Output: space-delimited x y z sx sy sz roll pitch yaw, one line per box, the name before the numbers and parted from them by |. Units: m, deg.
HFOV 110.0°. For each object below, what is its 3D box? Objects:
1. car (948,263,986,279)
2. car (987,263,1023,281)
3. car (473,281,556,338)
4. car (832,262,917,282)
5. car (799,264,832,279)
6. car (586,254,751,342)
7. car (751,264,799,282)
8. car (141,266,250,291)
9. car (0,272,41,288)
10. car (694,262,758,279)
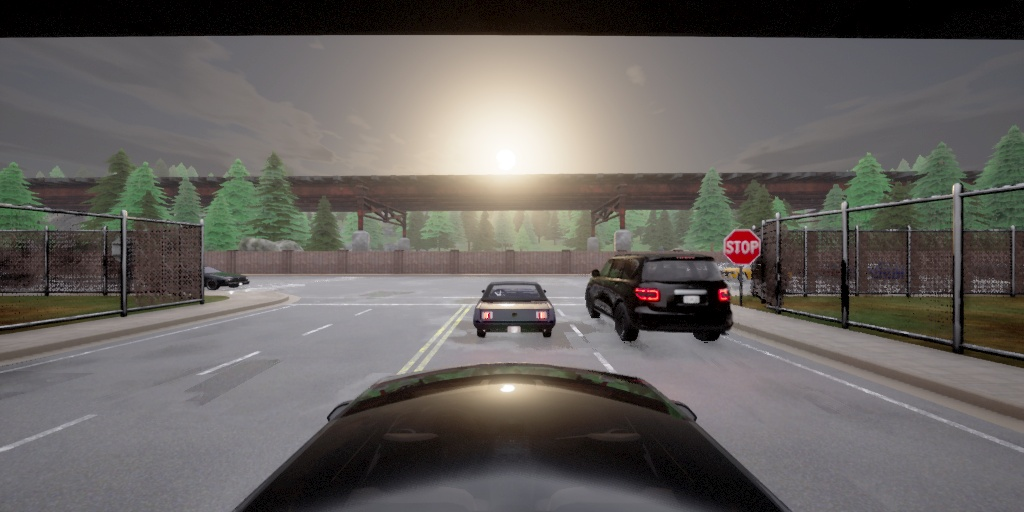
car | 42.269 1.298 31.716 5.357 1.411 2.033 0 0 1
car | 41.187 1.276 28.226 4.674 1.442 1.812 0 0 1
car | 0.058 1.351 10.216 1.895 1.301 4.718 0 0 0
car | 28.869 1.228 28.331 5.008 1.535 1.882 0 0 0
car | 27.998 1.351 31.837 4.718 1.301 1.895 0 0 0
car | 3.582 0.970 9.852 2.150 2.045 5.566 0 0 0
car | 19.305 1.228 28.397 5.008 1.535 1.882 0 0 0
car | -18.970 1.297 21.530 5.357 1.411 2.033 0 0 -1
car | -31.498 1.351 21.401 4.718 1.301 1.895 0 0 -1
car | 18.940 1.276 31.881 4.674 1.442 1.812 0 0 0
